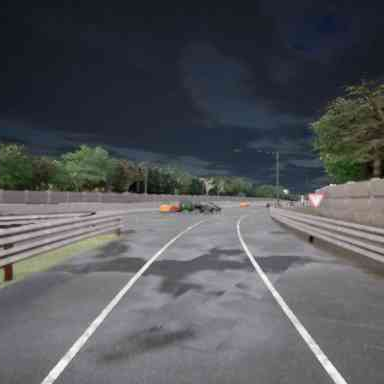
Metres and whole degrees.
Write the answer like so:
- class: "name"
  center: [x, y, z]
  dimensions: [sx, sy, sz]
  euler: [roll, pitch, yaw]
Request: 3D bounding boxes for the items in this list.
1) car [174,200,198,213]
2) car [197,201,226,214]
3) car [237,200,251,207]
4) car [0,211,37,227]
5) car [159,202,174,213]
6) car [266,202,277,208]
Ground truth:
- class: "car"
  center: [-0.098, 2.223, 51.610]
  dimensions: [2.150, 2.045, 5.566]
  euler: [0, -1, 26]
- class: "car"
  center: [3.040, 2.486, 50.055]
  dimensions: [1.837, 1.490, 4.892]
  euler: [0, -1, 26]
- class: "car"
  center: [14.538, 3.286, 90.333]
  dimensions: [2.097, 1.767, 4.553]
  euler: [0, -1, 26]
- class: "car"
  center: [-11.446, 1.802, 19.757]
  dimensions: [1.994, 1.385, 4.181]
  euler: [0, -1, 26]
- class: "car"
  center: [-3.294, 2.370, 53.034]
  dimensions: [2.097, 1.767, 4.553]
  euler: [0, -1, 26]
- class: "car"
  center: [20.866, 3.393, 87.338]
  dimensions: [1.837, 1.490, 4.892]
  euler: [0, -1, 26]
